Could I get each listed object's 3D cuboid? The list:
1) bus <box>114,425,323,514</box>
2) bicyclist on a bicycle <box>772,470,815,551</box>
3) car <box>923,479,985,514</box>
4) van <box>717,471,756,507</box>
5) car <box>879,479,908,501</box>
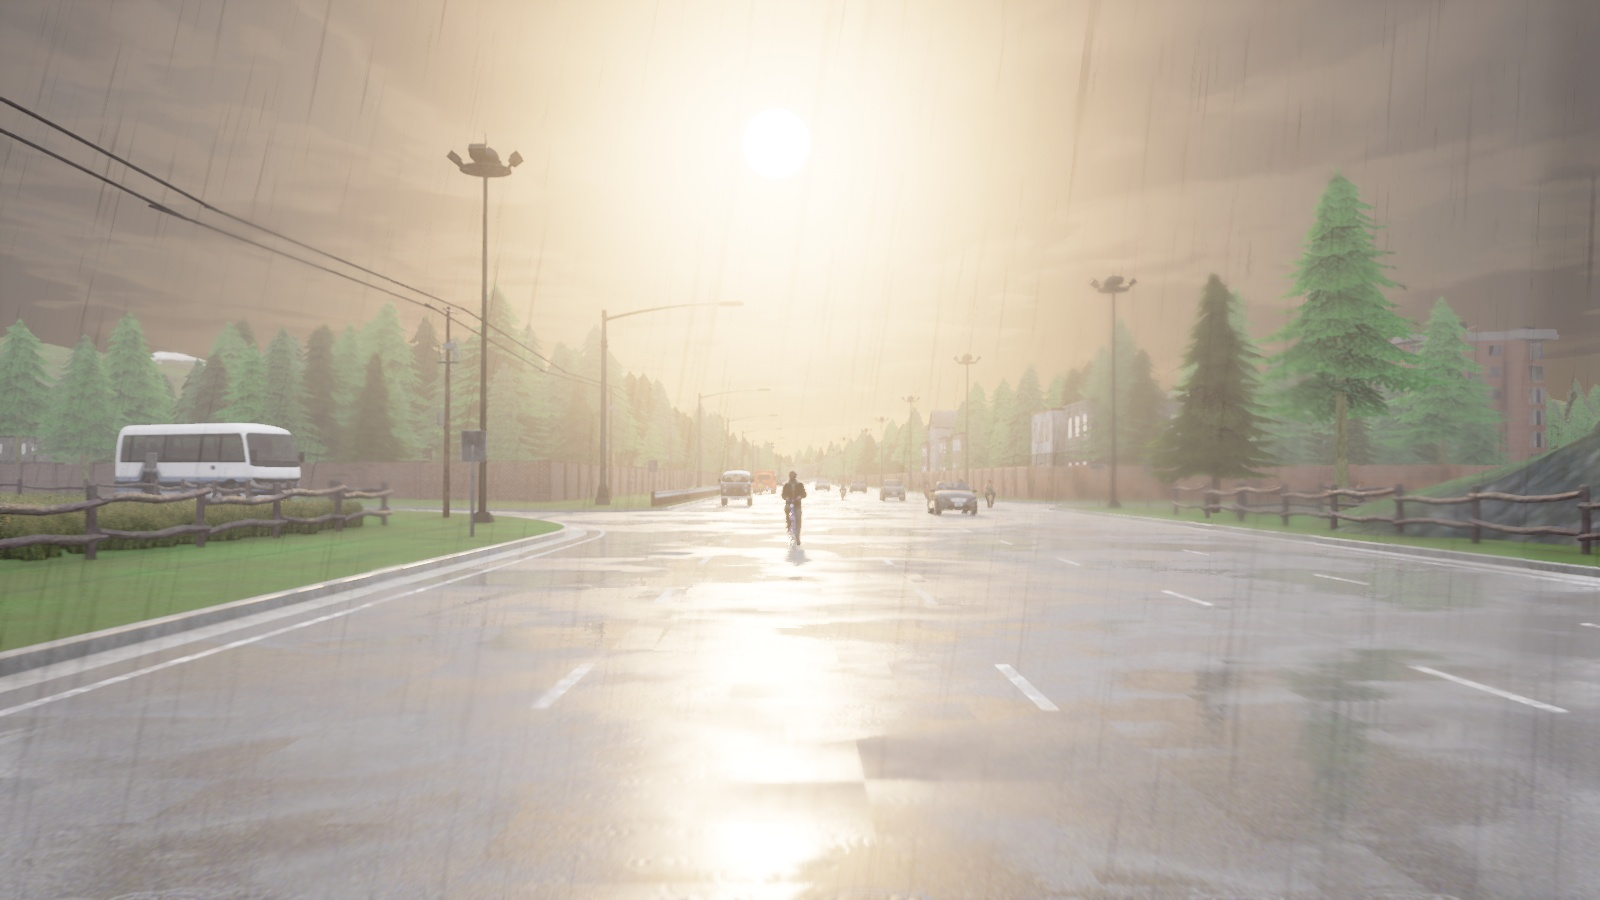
[{"bbox_3d":[-29.514,1.045,63.669,10.273,4.253,3.944,-1,-1,25],"label":"bus"},{"bbox_3d":[-0.131,1.362,28.676,0.659,1.776,1.843,-3,-2,7],"label":"bicyclist on a bicycle"},{"bbox_3d":[6.856,2.063,56.418,2.128,1.511,4.902,0,-1,0],"label":"car"},{"bbox_3d":[-3.690,2.282,74.048,2.069,2.038,4.480,0,-1,0],"label":"van"},{"bbox_3d":[6.767,2.896,91.344,1.789,1.549,3.705,0,-1,0],"label":"car"}]
